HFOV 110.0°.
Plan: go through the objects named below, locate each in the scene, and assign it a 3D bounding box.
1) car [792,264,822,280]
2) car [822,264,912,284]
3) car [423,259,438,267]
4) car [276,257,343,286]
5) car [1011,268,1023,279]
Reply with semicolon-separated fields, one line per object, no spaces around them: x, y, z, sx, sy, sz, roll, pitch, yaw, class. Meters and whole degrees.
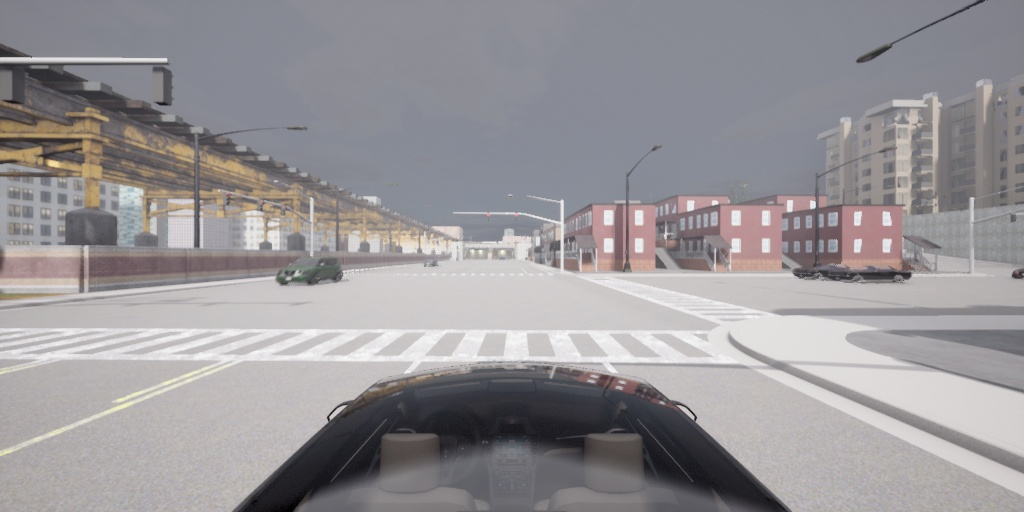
26.371;1.333;29.972;4.718;1.301;1.895;0;0;0;car
26.249;1.335;26.472;4.718;1.301;1.895;0;0;0;car
-14.212;1.238;63.037;2.128;1.511;4.902;0;1;0;car
-14.079;1.065;25.352;2.150;2.045;5.566;0;0;0;car
44.769;1.341;29.948;4.181;1.385;1.994;0;0;0;car
